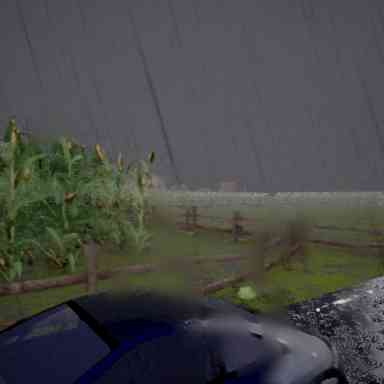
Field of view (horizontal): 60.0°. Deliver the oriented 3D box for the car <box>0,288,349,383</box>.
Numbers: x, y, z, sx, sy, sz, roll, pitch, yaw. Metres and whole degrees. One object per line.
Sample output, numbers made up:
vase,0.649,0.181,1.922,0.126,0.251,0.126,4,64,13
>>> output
car,-0.662,1.564,2.474,4.181,1.385,1.994,0,0,-35
